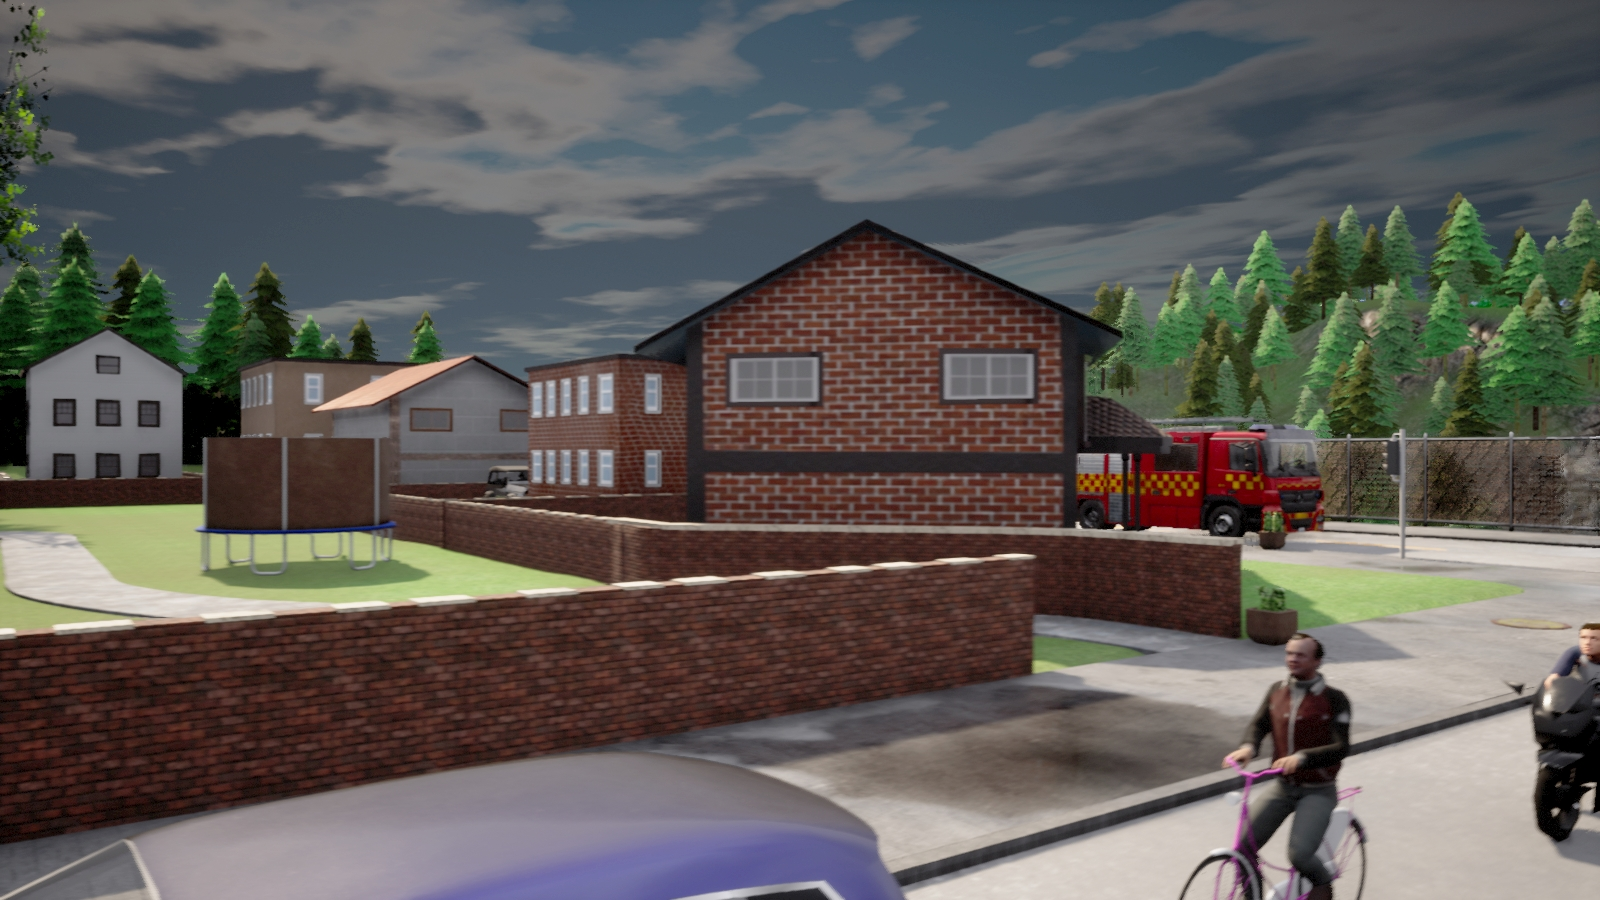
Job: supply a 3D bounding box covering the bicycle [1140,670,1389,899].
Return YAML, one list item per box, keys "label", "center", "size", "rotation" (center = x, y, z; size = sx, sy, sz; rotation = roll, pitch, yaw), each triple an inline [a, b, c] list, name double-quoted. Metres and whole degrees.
- label: "bicycle"
  center: [2.579, 2.060, 6.239]
  size: [1.835, 1.471, 0.329]
  rotation: [0, 0, -36]

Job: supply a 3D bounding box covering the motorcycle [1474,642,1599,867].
- label: "motorcycle"
  center: [5.957, 2.186, 8.549]
  size: [2.033, 1.199, 0.803]
  rotation: [0, 0, -35]

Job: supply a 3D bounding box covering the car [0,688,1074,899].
- label: "car"
  center: [-1.660, 1.968, 3.196]
  size: [4.611, 1.667, 2.242]
  rotation: [0, 0, -35]

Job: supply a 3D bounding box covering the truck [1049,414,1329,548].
- label: "truck"
  center: [12.214, 0.891, 36.843]
  size: [2.891, 3.827, 8.468]
  rotation: [0, 0, -35]
